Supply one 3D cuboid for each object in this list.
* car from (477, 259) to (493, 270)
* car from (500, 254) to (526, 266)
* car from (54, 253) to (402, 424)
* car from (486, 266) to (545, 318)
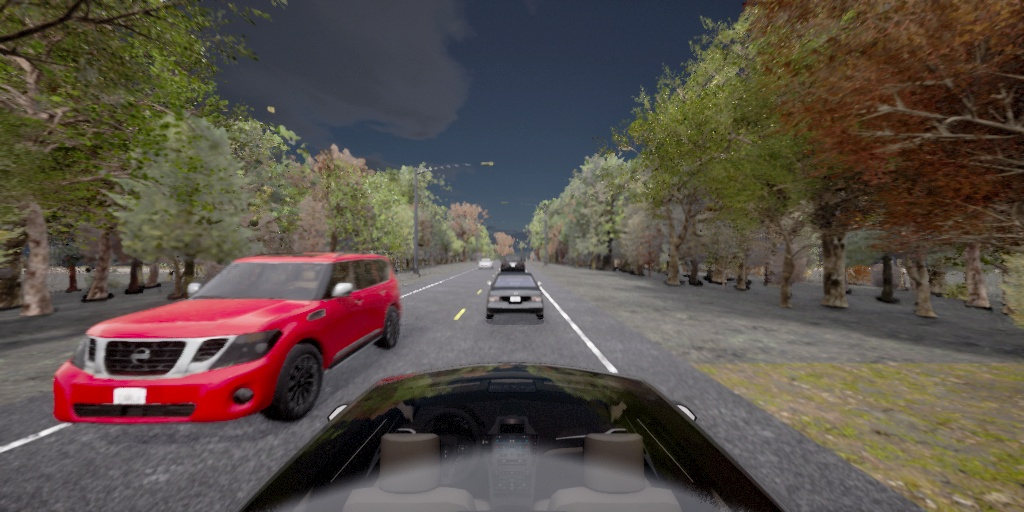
[{"bbox_3d":[-3.602,1.119,49.760,1.812,1.442,4.674,0,0,0],"label":"car"},{"bbox_3d":[0.081,0.872,32.464,2.150,2.045,5.566,0,0,0],"label":"car"},{"bbox_3d":[-3.603,0.957,6.140,2.150,2.045,5.566,0,0,0],"label":"car"},{"bbox_3d":[0.092,1.262,12.689,2.033,1.411,5.357,0,0,0],"label":"car"}]
